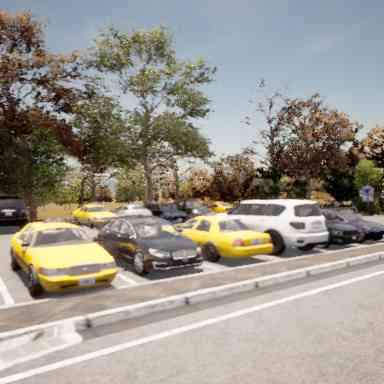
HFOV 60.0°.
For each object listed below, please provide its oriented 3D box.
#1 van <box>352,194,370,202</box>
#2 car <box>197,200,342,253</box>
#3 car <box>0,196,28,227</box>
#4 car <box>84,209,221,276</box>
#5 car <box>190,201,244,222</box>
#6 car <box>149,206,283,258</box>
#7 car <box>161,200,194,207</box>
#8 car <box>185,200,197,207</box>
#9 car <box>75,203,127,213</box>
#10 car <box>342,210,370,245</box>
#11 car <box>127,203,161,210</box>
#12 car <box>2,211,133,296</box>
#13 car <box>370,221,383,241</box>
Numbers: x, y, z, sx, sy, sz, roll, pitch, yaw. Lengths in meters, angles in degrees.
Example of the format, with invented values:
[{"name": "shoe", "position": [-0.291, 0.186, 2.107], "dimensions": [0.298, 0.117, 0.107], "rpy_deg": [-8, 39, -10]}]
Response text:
[{"name": "van", "position": [24.178, 0.829, 45.254], "dimensions": [1.878, 1.987, 4.442], "rpy_deg": [0, 1, -35]}, {"name": "car", "position": [2.950, 1.337, 14.127], "dimensions": [2.435, 2.045, 5.566], "rpy_deg": [1, 0, -35]}, {"name": "car", "position": [-11.371, 1.271, 20.029], "dimensions": [2.435, 2.045, 5.566], "rpy_deg": [1, 0, -35]}, {"name": "car", "position": [-1.575, 1.549, 10.906], "dimensions": [2.231, 1.521, 4.892], "rpy_deg": [0, 0, -35]}, {"name": "car", "position": [2.124, 1.641, 29.513], "dimensions": [2.097, 1.535, 5.008], "rpy_deg": [1, 0, -35]}, {"name": "car", "position": [0.590, 1.565, 12.654], "dimensions": [1.946, 1.575, 5.366], "rpy_deg": [1, 0, -35]}, {"name": "car", "position": [-2.287, 1.632, 26.370], "dimensions": [2.163, 1.488, 4.792], "rpy_deg": [1, 0, -35]}, {"name": "car", "position": [-0.160, 1.496, 27.945], "dimensions": [2.185, 1.767, 4.553], "rpy_deg": [1, 0, -35]}, {"name": "car", "position": [-6.723, 1.559, 23.047], "dimensions": [1.946, 1.575, 5.366], "rpy_deg": [1, 0, -35]}, {"name": "car", "position": [5.230, 1.608, 15.708], "dimensions": [2.097, 1.535, 5.008], "rpy_deg": [1, 0, -35]}, {"name": "car", "position": [-4.566, 1.622, 24.794], "dimensions": [2.002, 1.452, 4.674], "rpy_deg": [1, 0, -35]}, {"name": "car", "position": [-3.732, 1.525, 9.149], "dimensions": [1.946, 1.575, 5.366], "rpy_deg": [1, 0, -35]}, {"name": "car", "position": [7.518, 1.658, 17.281], "dimensions": [2.163, 1.488, 4.792], "rpy_deg": [1, 0, -35]}]
